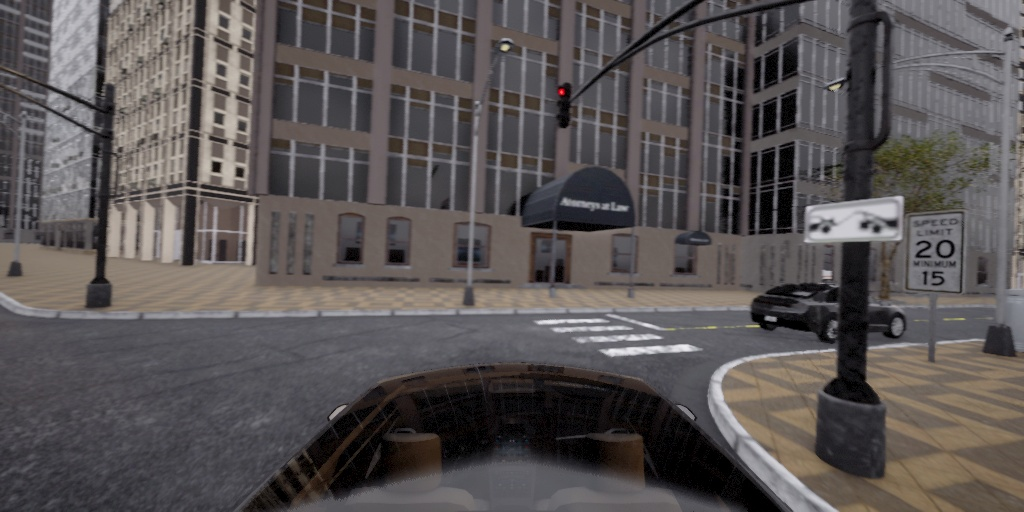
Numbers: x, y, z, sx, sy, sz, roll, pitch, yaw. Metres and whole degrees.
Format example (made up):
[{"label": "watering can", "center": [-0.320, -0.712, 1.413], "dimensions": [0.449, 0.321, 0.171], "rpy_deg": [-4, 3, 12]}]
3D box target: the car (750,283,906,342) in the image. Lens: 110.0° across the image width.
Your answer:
[{"label": "car", "center": [9.471, 1.589, 10.739], "dimensions": [4.892, 1.490, 1.837], "rpy_deg": [2, 0, -19]}]
